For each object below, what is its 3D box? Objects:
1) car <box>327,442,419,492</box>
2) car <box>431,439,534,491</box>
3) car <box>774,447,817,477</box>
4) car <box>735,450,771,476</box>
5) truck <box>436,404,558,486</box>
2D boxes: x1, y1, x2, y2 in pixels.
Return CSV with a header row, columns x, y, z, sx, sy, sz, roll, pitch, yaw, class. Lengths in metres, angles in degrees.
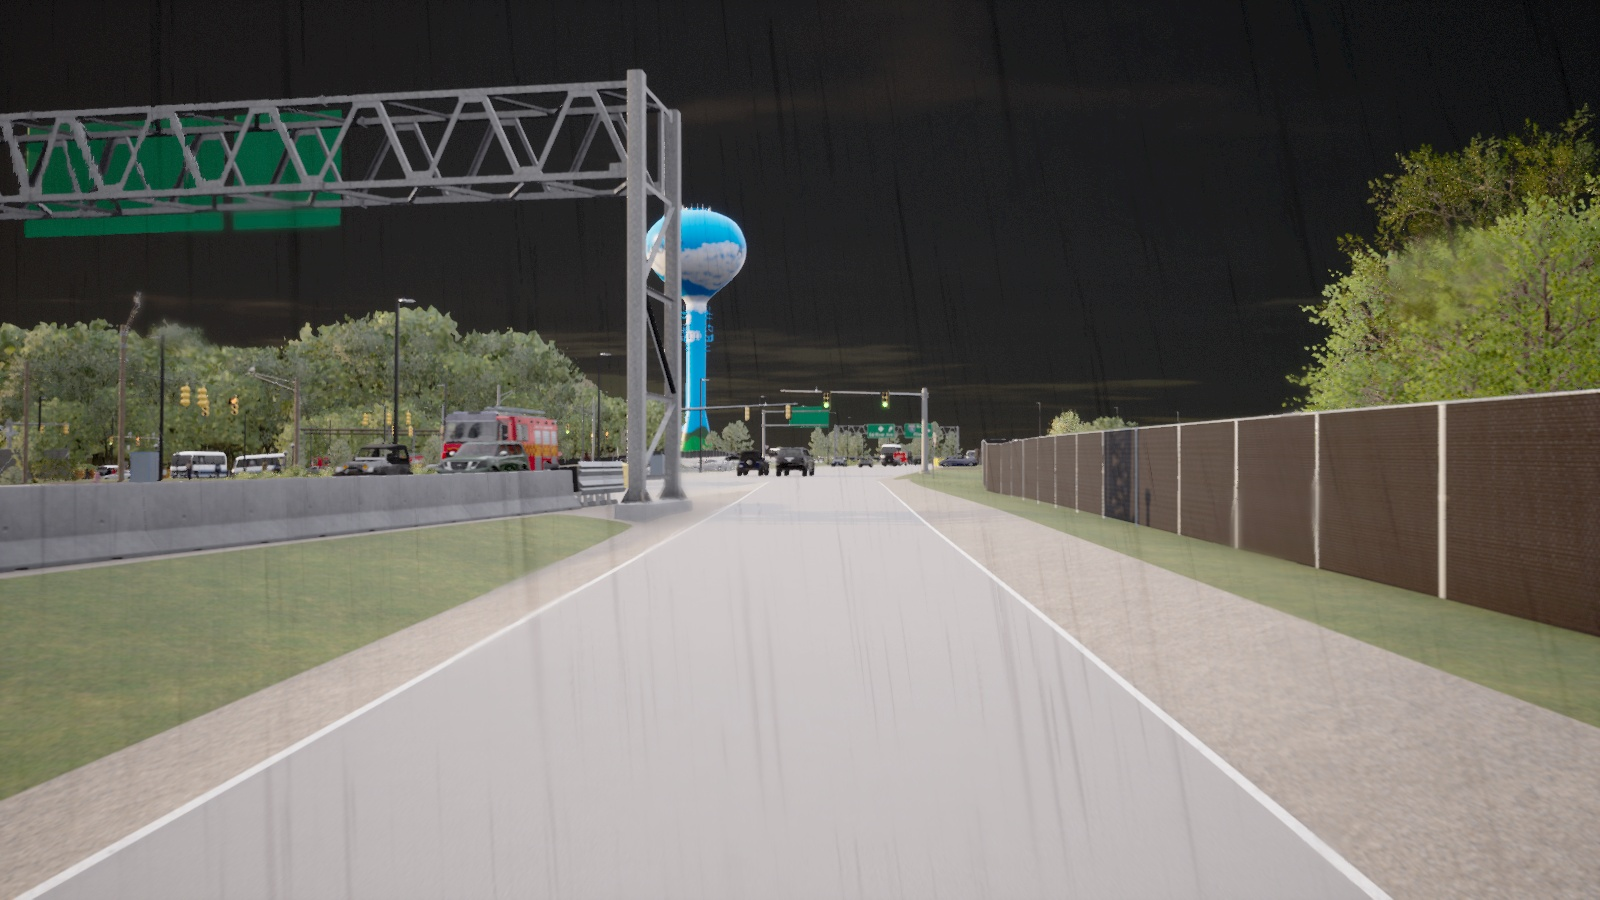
x,y,z,sx,sy,sz,roll,pitch,yaw,class
-16.953,0.666,50.075,1.905,1.878,3.866,0,0,9,car
-13.078,0.596,52.209,2.150,2.045,5.566,0,0,9,car
-0.287,0.830,88.731,2.150,2.045,5.566,0,-1,9,car
-3.386,0.935,91.578,1.905,1.878,3.866,0,0,9,car
-14.965,-0.208,62.820,2.891,3.827,8.468,0,0,9,truck
